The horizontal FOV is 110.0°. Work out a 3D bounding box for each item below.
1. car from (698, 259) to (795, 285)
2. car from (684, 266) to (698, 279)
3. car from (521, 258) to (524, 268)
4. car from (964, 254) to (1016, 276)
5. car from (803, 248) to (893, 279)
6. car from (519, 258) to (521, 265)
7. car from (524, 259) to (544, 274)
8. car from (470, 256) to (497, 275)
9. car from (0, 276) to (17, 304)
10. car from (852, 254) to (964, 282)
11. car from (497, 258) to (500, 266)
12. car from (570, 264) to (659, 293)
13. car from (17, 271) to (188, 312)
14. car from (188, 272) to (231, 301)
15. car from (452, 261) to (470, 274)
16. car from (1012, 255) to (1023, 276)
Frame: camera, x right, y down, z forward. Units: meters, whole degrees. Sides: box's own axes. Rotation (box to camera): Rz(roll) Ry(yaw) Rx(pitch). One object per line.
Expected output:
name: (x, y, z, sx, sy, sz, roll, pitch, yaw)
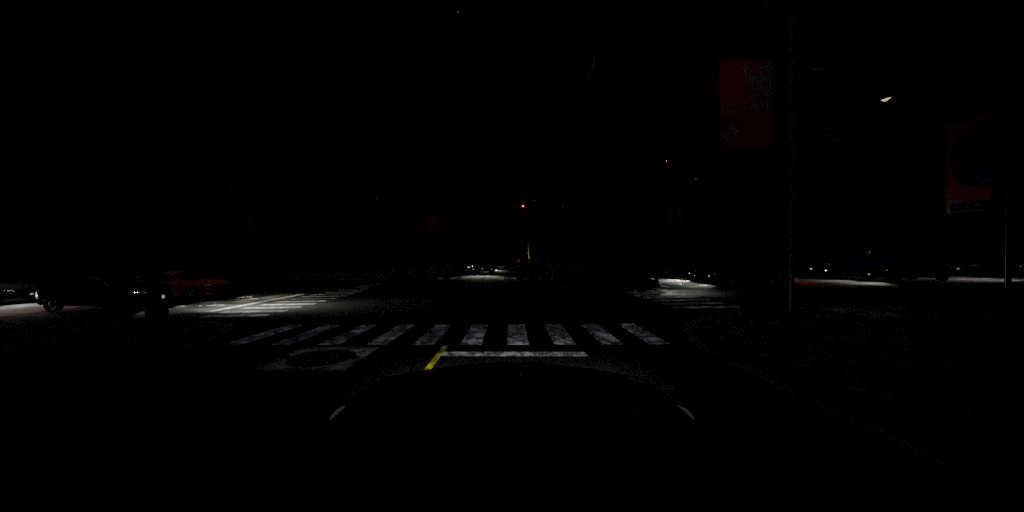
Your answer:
car: (14.734, 0.964, 22.351, 4.892, 1.490, 1.837, -1, 0, 2)
car: (14.661, 1.020, 25.621, 4.181, 1.385, 1.994, -1, 0, 0)
car: (2.686, 1.303, 51.978, 1.888, 1.381, 4.507, 0, 0, 0)
car: (34.357, 0.605, 25.640, 4.902, 1.511, 2.128, -1, 0, 0)
car: (24.137, 0.510, 25.636, 5.566, 2.045, 2.150, -1, 0, 0)
car: (2.661, 1.311, 57.422, 2.007, 1.370, 4.403, 0, 0, 0)
car: (2.738, 1.305, 41.089, 2.007, 1.370, 4.403, 0, 0, 0)
car: (-3.121, 0.977, 40.442, 2.150, 2.045, 5.566, 0, 0, 0)
car: (-27.622, 1.763, 18.861, 4.674, 1.442, 1.812, -1, 0, 0)
car: (24.617, 0.811, 22.389, 4.674, 1.442, 1.812, -1, 0, 0)
car: (-3.175, 1.323, 53.037, 1.994, 1.385, 4.181, 0, 0, 0)
car: (5.524, 1.156, 19.643, 4.674, 1.442, 1.812, -1, 1, 25)
car: (-17.625, 1.547, 15.634, 4.902, 1.511, 2.128, -1, 0, 2)
car: (-17.647, 1.528, 18.878, 5.008, 1.535, 1.882, -1, 0, 2)
car: (-5.787, 1.305, 41.053, 2.007, 1.370, 4.403, 0, 0, 0)
car: (34.924, 0.710, 22.394, 4.718, 1.301, 1.895, -1, 0, 0)
